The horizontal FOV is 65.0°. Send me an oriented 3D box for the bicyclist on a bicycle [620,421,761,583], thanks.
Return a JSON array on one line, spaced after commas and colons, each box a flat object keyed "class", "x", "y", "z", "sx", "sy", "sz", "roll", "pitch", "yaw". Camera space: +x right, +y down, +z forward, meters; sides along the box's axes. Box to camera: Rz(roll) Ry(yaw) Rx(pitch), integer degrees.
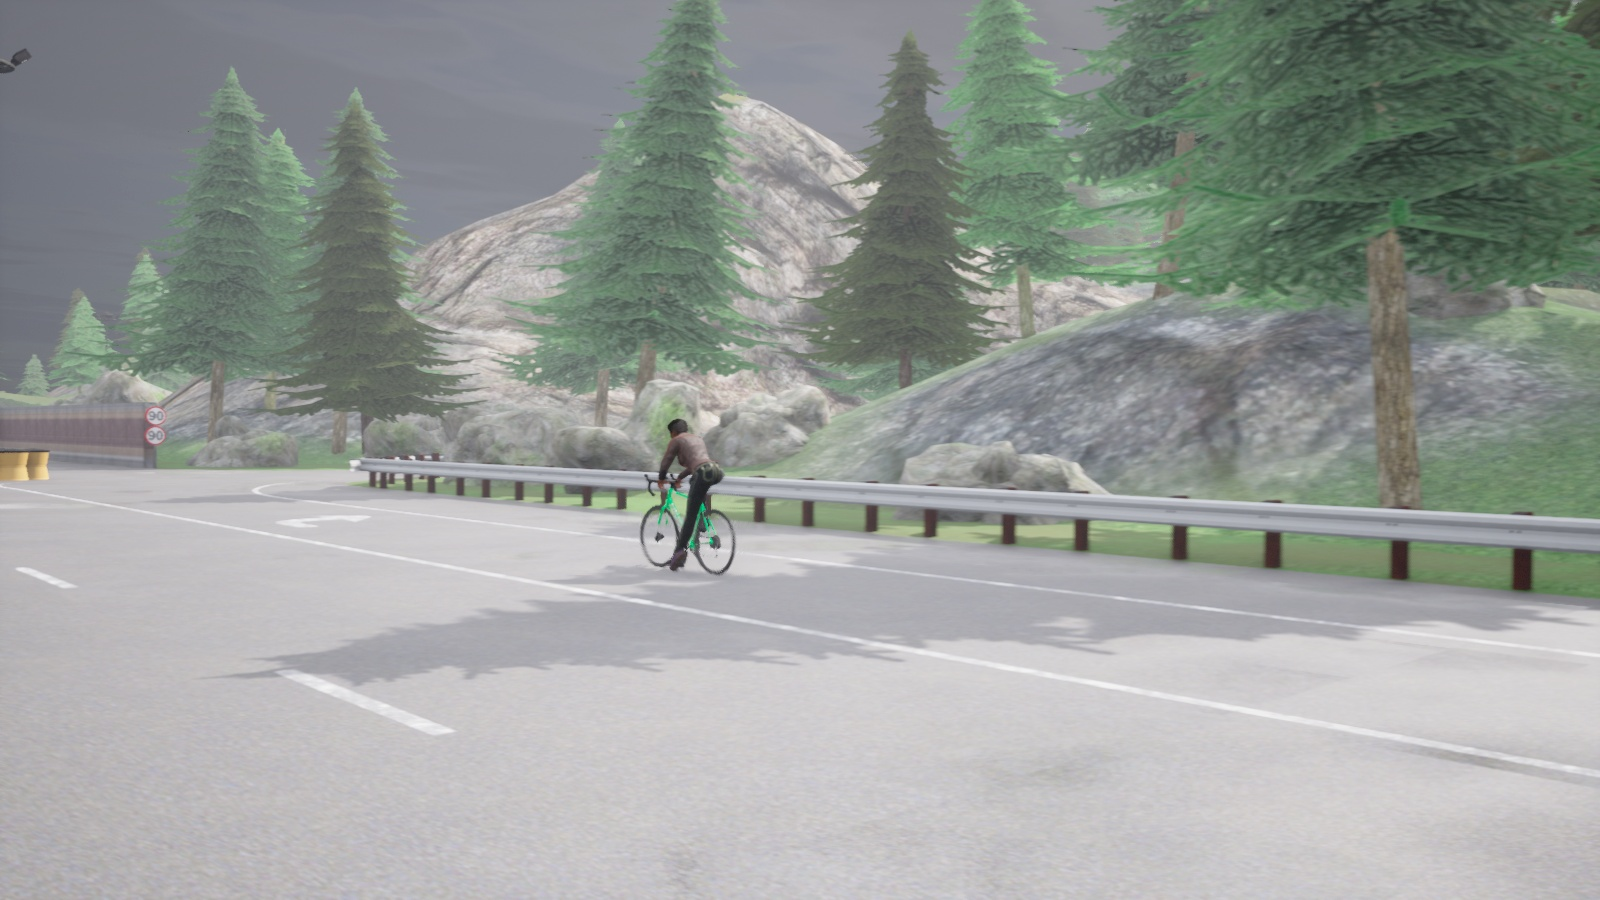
[{"class": "bicyclist on a bicycle", "x": -1.183, "y": 0.513, "z": 13.301, "sx": 0.582, "sy": 1.620, "sz": 1.656, "roll": -1, "pitch": 1, "yaw": -43}]
